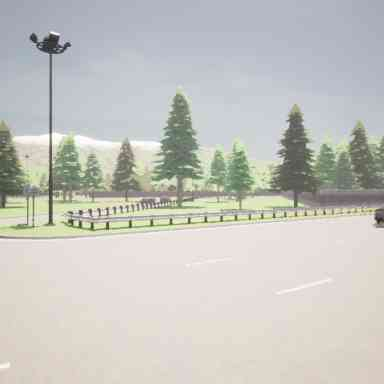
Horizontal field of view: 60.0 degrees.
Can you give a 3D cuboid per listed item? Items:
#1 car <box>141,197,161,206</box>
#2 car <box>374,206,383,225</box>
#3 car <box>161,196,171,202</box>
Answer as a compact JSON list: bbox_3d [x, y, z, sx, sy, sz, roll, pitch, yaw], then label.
[{"bbox_3d":[-7.042,1.491,54.846,2.128,1.511,4.902,0,0,6],"label":"car"},{"bbox_3d":[14.183,1.491,22.414,4.902,1.511,2.128,0,0,-35],"label":"car"},{"bbox_3d":[-5.586,1.525,69.768,1.812,1.442,4.674,0,0,5],"label":"car"}]
